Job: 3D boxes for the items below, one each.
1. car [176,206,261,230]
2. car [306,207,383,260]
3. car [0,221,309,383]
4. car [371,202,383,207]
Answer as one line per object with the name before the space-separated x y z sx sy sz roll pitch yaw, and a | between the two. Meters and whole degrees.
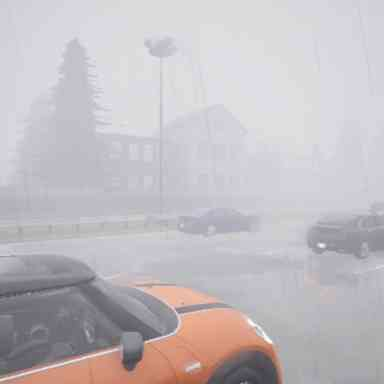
car | 1.509 1.502 17.723 5.008 1.535 1.882 0 0 -36
car | 6.305 1.533 12.542 4.892 1.490 1.837 0 0 -36
car | -1.337 1.352 2.792 4.553 1.767 2.097 0 0 -36
car | 13.372 1.405 21.887 4.553 1.767 2.097 0 0 -35
